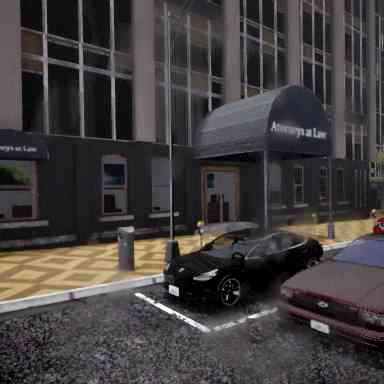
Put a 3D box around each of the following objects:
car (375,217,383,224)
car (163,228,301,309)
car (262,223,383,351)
[{"bbox_3d":[9.650,1.310,14.066,5.009,1.841,2.192,0,-1,-37],"label":"car"},{"bbox_3d":[1.380,1.564,7.856,4.313,1.339,1.947,0,-1,-37],"label":"car"},{"bbox_3d":[3.960,1.545,6.384,5.357,1.411,2.033,0,0,-37],"label":"car"}]
